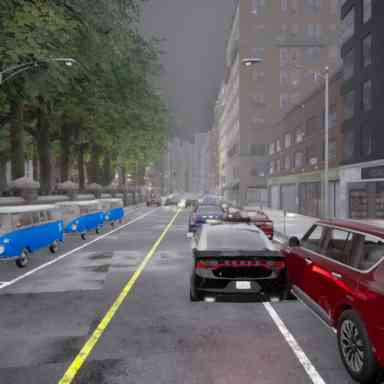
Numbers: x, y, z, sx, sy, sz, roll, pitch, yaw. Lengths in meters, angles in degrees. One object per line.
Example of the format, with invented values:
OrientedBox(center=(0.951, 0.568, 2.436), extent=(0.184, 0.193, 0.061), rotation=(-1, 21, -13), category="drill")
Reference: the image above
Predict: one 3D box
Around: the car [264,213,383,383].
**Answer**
OrientedBox(center=(2.850, 1.314, 5.340), extent=(2.192, 1.841, 5.009), rotation=(0, 0, 0), category="car")

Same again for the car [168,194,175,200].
OrientedBox(center=(-5.751, 1.380, 94.095), extent=(1.752, 1.417, 4.829), rotation=(0, 0, 0), category="car")

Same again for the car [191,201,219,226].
OrientedBox(center=(0.880, 1.491, 24.292), extent=(1.837, 1.490, 4.892), rotation=(0, 0, 0), category="car")

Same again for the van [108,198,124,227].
OrientedBox(center=(-5.689, 1.329, 22.286), extent=(1.690, 1.788, 3.998), rotation=(0, 0, 0), category="van")

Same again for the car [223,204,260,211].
OrientedBox(center=(2.842, 1.537, 16.661), extent=(1.887, 1.381, 4.507), rotation=(0, 0, 0), category="car")

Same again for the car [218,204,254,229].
OrientedBox(center=(2.837, 1.570, 22.321), extent=(1.802, 1.307, 4.206), rotation=(0, 0, 0), category="car")

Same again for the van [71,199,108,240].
OrientedBox(center=(-5.684, 1.334, 16.628), extent=(1.690, 1.788, 3.998), rotation=(0, 0, 0), category="van")

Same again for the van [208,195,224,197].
OrientedBox(center=(2.827, 1.316, 33.642), extent=(1.690, 1.788, 3.998), rotation=(0, 0, 0), category="van")

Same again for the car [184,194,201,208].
OrientedBox(center=(-0.012, 1.462, 46.111), extent=(1.837, 1.490, 4.892), rotation=(0, 0, 0), category="car")

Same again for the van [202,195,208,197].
OrientedBox(center=(2.812, 1.290, 50.623), extent=(1.690, 1.788, 3.998), rotation=(0, 0, 0), category="van")

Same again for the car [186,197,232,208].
OrientedBox(center=(0.864, 1.343, 18.262), extent=(2.097, 1.767, 4.553), rotation=(0, 0, 0), category="car")

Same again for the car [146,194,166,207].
OrientedBox(center=(-5.713, 1.264, 50.576), extent=(2.192, 1.841, 5.009), rotation=(0, 0, 0), category="car")

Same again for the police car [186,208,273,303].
OrientedBox(center=(0.894, 1.423, 8.402), extent=(1.930, 1.638, 5.238), rotation=(0, 0, 0), category="police car")

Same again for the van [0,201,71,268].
OrientedBox(center=(-5.679, 1.337, 10.970), extent=(1.690, 1.788, 3.998), rotation=(0, 0, 0), category="van")

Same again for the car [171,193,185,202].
OrientedBox(center=(-3.057, 1.409, 66.287), extent=(2.128, 1.511, 4.902), rotation=(0, 0, 0), category="car")

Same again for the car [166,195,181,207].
OrientedBox(center=(-3.122, 1.512, 51.068), extent=(1.994, 1.385, 4.181), rotation=(0, 0, 0), category="car")

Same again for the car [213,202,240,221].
OrientedBox(center=(2.832, 1.564, 27.982), extent=(1.802, 1.307, 4.206), rotation=(0, 0, 0), category="car")
